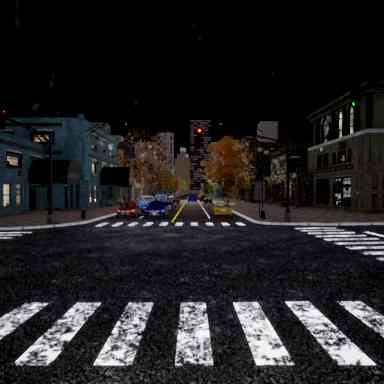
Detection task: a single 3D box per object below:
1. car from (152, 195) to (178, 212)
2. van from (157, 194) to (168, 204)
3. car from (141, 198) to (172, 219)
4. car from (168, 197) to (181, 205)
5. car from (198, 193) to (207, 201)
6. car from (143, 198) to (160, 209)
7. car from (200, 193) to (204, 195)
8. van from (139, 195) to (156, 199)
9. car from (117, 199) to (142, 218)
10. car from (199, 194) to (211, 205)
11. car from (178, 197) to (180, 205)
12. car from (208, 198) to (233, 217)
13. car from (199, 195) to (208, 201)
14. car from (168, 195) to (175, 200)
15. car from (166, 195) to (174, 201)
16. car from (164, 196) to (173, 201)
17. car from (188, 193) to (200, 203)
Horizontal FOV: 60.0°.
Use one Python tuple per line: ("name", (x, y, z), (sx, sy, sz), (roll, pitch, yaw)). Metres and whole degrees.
("car", (-3.075, 1.484, 38.820), (2.128, 1.511, 4.902), (0, 0, 0))
("van", (-5.656, 1.328, 63.645), (1.690, 1.788, 3.998), (0, 0, 0))
("car", (-3.099, 1.521, 29.621), (1.812, 1.442, 4.674), (0, 0, 0))
("car", (-3.028, 1.589, 58.054), (1.895, 1.301, 4.718), (0, 0, 0))
("car", (2.737, 1.297, 85.826), (2.192, 1.841, 5.009), (-1, 0, 0))
("car", (-5.665, 1.536, 47.007), (1.887, 1.381, 4.507), (0, 0, 0))
("car", (2.733, 1.551, 74.733), (1.947, 1.339, 4.313), (-1, 0, 0))
("van", (-5.669, 1.333, 41.460), (1.690, 1.788, 3.998), (0, 0, 0))
("car", (-5.674, 1.577, 30.367), (1.802, 1.307, 4.206), (0, 0, 0))
("car", (2.723, 1.539, 58.094), (2.008, 1.369, 4.403), (-1, 0, 0))
("car", (-3.063, 1.555, 47.944), (1.994, 1.385, 4.181), (0, 0, 0))
("car", (2.706, 1.520, 30.533), (1.752, 1.417, 4.829), (-1, 0, 0))
("car", (2.737, 1.528, 80.279), (1.887, 1.381, 4.507), (-1, 0, 0))
("car", (-5.638, 1.562, 91.377), (1.802, 1.307, 4.206), (0, 0, 0))
("car", (-5.641, 1.526, 85.831), (1.887, 1.381, 4.507), (0, 0, 0))
("car", (-5.645, 1.549, 80.284), (1.947, 1.339, 4.313), (0, 0, 0))
("car", (0.110, 1.463, 70.795), (1.882, 1.535, 5.008), (0, 0, 0))
